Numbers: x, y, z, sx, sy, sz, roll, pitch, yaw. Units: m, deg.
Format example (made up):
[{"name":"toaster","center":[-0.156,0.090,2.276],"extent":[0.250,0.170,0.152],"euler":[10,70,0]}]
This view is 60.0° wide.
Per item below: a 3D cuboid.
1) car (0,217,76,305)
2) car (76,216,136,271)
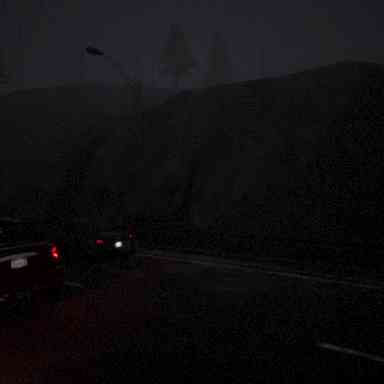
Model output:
[{"name":"car","center":[-4.923,1.314,7.152],"extent":[4.553,1.767,2.097],"euler":[0,1,32]},{"name":"car","center":[-3.828,1.484,10.608],"extent":[4.181,1.385,1.994],"euler":[0,1,31]}]
